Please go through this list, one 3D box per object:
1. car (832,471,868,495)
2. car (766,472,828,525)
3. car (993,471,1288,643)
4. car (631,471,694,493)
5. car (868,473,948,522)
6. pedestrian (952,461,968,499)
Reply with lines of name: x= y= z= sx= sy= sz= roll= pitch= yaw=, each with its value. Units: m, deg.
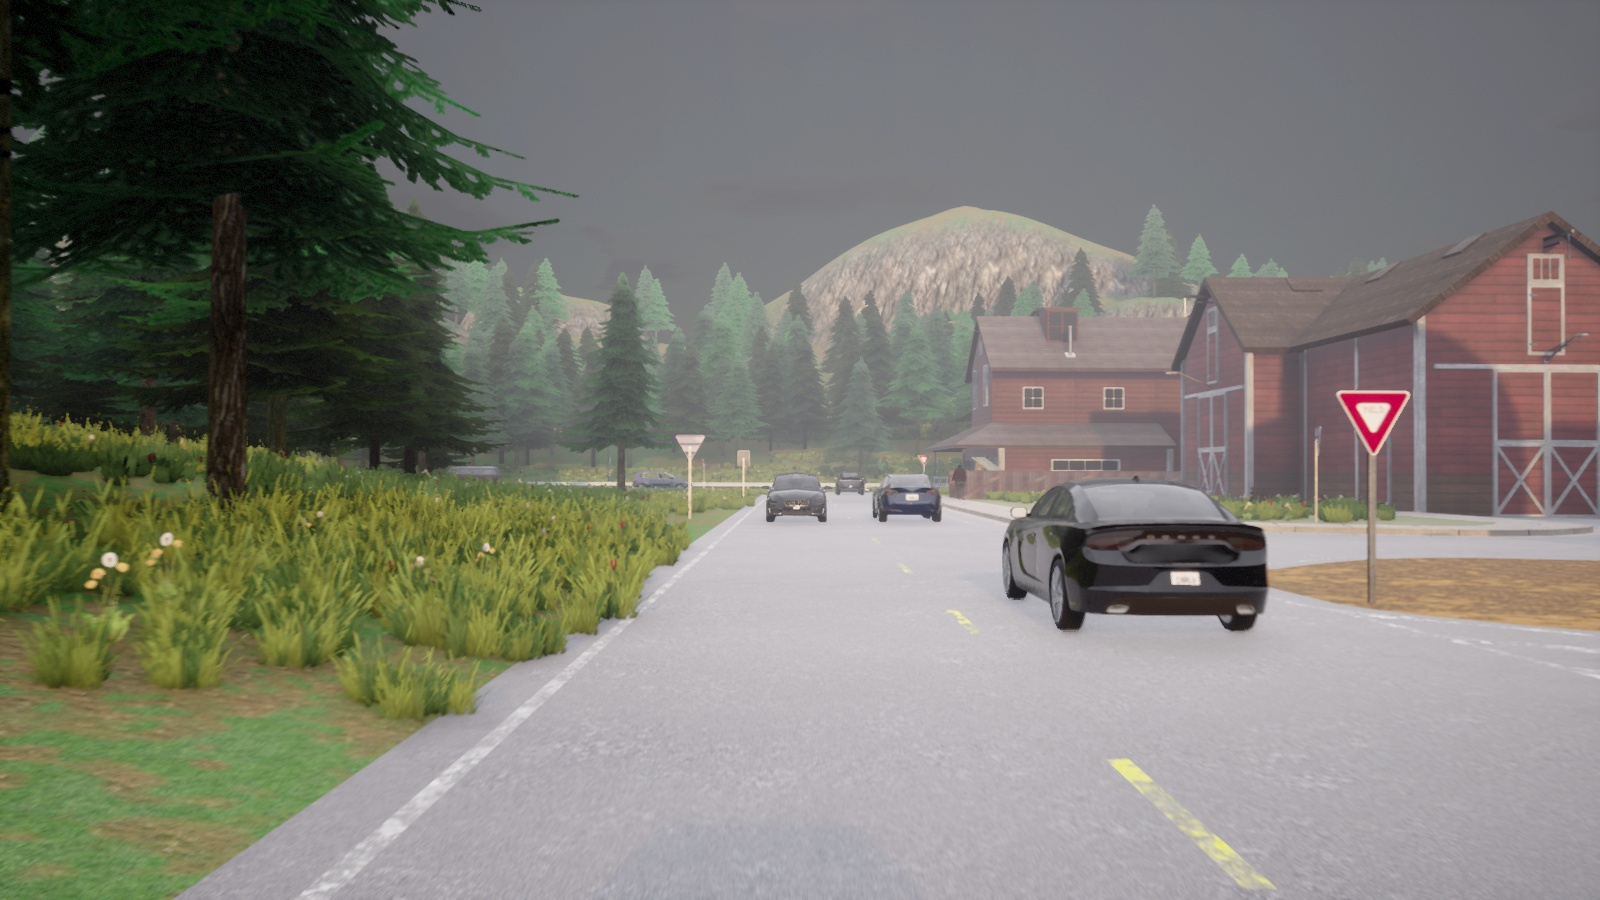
car: x=3.298 y=2.157 z=83.583 sx=2.128 sy=1.511 sz=4.902 roll=0 pitch=-1 yaw=0
car: x=-0.096 y=1.483 z=39.780 sx=1.837 sy=1.490 sz=4.892 roll=0 pitch=0 yaw=0
car: x=3.467 y=1.011 z=13.878 sx=1.882 sy=1.535 sz=5.008 roll=0 pitch=-1 yaw=0
car: x=-10.506 y=2.447 z=96.193 sx=4.611 sy=1.667 sz=2.242 roll=0 pitch=-1 yaw=0
car: x=3.402 y=1.478 z=40.464 sx=2.163 sy=1.488 sz=4.792 roll=0 pitch=-1 yaw=0
pedestrian: x=7.942 y=1.482 z=62.364 sx=0.634 sy=1.844 sz=0.899 roll=0 pitch=-1 yaw=-4
